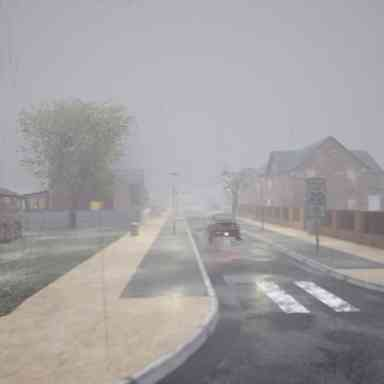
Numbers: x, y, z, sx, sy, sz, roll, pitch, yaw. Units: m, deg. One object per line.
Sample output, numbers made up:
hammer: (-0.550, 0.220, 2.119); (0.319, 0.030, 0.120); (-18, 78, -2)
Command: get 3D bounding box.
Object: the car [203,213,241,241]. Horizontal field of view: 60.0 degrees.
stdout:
car: (1.793, 2.076, 20.361); (1.837, 1.490, 4.892); (-1, -2, -1)
